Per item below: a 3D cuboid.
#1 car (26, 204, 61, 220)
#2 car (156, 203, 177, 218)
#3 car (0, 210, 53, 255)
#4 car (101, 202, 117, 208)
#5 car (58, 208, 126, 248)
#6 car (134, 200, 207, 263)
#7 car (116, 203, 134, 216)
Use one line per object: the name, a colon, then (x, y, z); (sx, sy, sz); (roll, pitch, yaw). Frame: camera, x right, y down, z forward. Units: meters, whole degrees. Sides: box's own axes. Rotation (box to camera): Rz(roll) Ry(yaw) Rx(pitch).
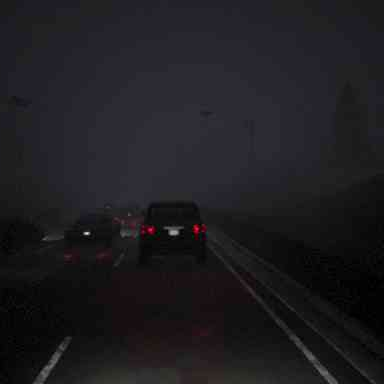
car: (-12.660, 1.774, 28.279); (1.882, 1.535, 5.008); (-1, 0, -5)
car: (-2.591, 1.819, 33.531); (1.895, 1.301, 4.718); (-1, 0, -5)
car: (-7.793, 1.710, 13.842); (2.033, 1.411, 5.357); (-1, 0, -6)
car: (-10.655, 1.925, 43.515); (1.994, 1.385, 4.181); (-1, 0, -6)
car: (-4.548, 1.703, 15.800); (1.994, 1.385, 4.181); (-1, 0, -5)
car: (-0.756, 1.303, 12.546); (2.150, 2.045, 5.566); (-1, 0, -5)
car: (-6.104, 1.857, 33.520); (1.895, 1.301, 4.718); (-1, 0, -5)
